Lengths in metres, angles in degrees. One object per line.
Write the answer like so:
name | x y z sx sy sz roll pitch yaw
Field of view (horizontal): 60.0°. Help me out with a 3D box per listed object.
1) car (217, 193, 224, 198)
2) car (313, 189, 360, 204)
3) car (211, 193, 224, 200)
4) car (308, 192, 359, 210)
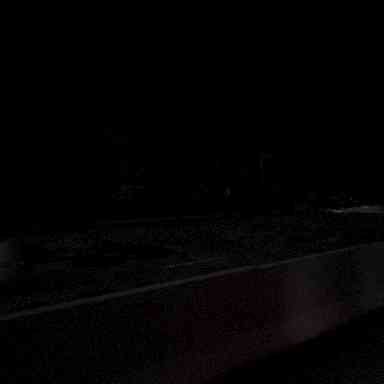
car | 5.794 0.960 55.025 1.882 1.535 5.008 -1 0 -35
car | 16.828 0.706 39.468 2.150 2.045 5.566 -1 1 -37
car | 5.436 0.874 70.323 1.994 1.385 4.181 -1 1 -6
car | 14.620 1.023 35.378 1.882 1.535 5.008 -1 0 -25
